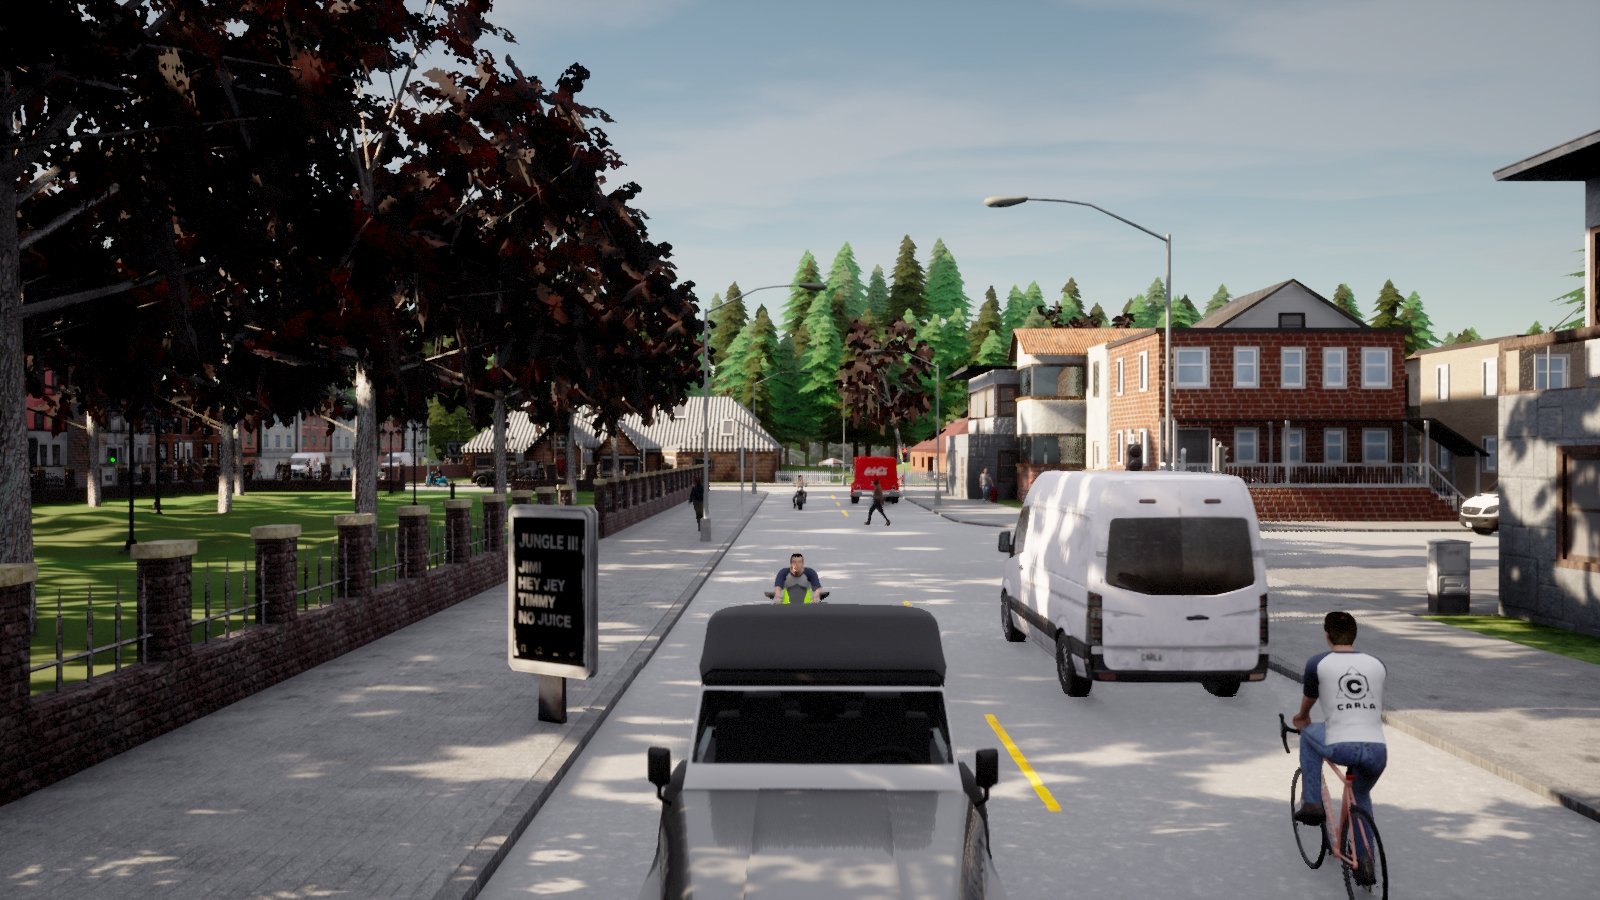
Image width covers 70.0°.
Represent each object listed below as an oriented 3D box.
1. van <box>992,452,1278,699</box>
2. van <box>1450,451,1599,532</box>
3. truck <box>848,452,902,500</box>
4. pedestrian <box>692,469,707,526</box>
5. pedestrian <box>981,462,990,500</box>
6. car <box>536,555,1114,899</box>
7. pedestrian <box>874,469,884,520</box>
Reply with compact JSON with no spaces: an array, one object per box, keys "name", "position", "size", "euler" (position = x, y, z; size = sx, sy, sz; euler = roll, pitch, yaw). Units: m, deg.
[{"name":"van","position":[3.997,1.322,14.908],"size":[1.988,2.561,5.915],"euler":[0,0,0]},{"name":"van","position":[24.712,1.329,37.232],"size":[5.915,2.561,1.988],"euler":[0,0,0]},{"name":"truck","position":[3.969,1.372,61.570],"size":[2.627,2.467,5.204],"euler":[0,0,1]},{"name":"pedestrian","position":[-3.272,1.540,37.230],"size":[0.375,1.860,0.375],"euler":[0,0,12]},{"name":"pedestrian","position":[9.269,1.547,57.142],"size":[0.375,1.860,0.375],"euler":[0,0,-3]},{"name":"car","position":[0.116,1.640,5.702],"size":[1.905,1.878,3.866],"euler":[0,0,1]},{"name":"pedestrian","position":[2.892,1.645,41.956],"size":[0.375,1.860,0.375],"euler":[0,0,4]}]
